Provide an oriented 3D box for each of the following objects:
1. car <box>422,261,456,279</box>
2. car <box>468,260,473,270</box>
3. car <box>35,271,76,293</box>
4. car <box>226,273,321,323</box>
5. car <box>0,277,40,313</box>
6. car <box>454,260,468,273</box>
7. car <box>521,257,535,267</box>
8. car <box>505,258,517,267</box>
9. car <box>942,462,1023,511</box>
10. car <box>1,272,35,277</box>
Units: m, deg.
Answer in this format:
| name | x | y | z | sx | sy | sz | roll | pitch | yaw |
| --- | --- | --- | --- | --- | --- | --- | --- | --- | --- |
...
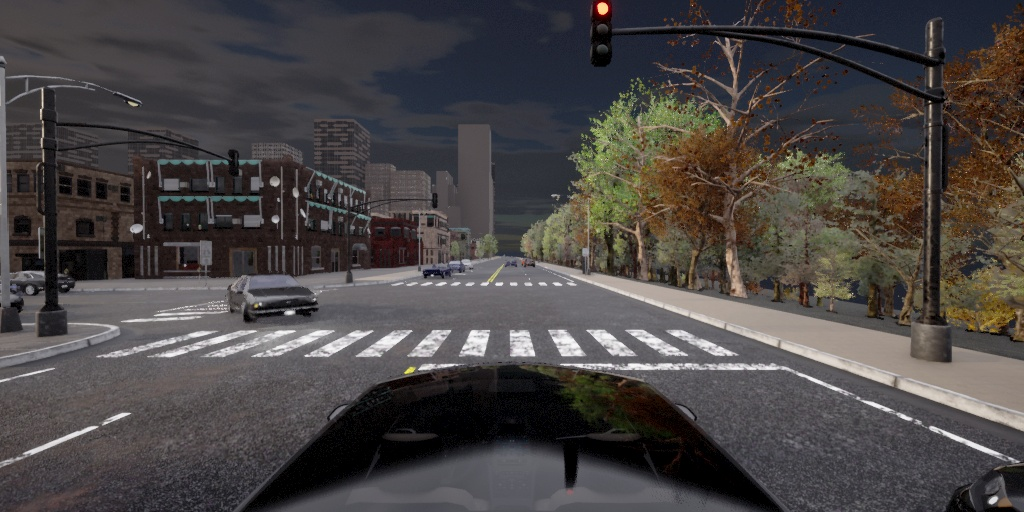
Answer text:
| name | x | y | z | sx | sy | sz | roll | pitch | yaw |
| --- | --- | --- | --- | --- | --- | --- | --- | --- | --- |
| car | -6.736 | 1.341 | 32.885 | 1.895 | 1.301 | 4.718 | 0 | 0 | 2 |
| car | -6.817 | 1.257 | 53.326 | 1.812 | 1.442 | 4.674 | 0 | 0 | 0 |
| car | -28.369 | 1.560 | 20.980 | 4.403 | 1.370 | 2.007 | 0 | 0 | 0 |
| car | -8.445 | 1.308 | 12.414 | 5.357 | 1.411 | 2.033 | -1 | 0 | 44 |
| car | -19.996 | 1.565 | 12.507 | 4.313 | 1.339 | 1.948 | 0 | 0 | 0 |
| car | -6.780 | 1.261 | 43.056 | 1.812 | 1.442 | 4.674 | 0 | 0 | 0 |
| car | 3.062 | 1.231 | 63.222 | 1.837 | 1.490 | 4.892 | 0 | 0 | 0 |
| car | -0.194 | 1.078 | 64.006 | 2.097 | 1.767 | 4.553 | 0 | 0 | 0 |
| car | 3.363 | 1.314 | 0.183 | 1.994 | 1.385 | 4.181 | 0 | 0 | -1 |
| car | -24.117 | 1.497 | 15.198 | 5.008 | 1.535 | 1.882 | -1 | 1 | 0 |
